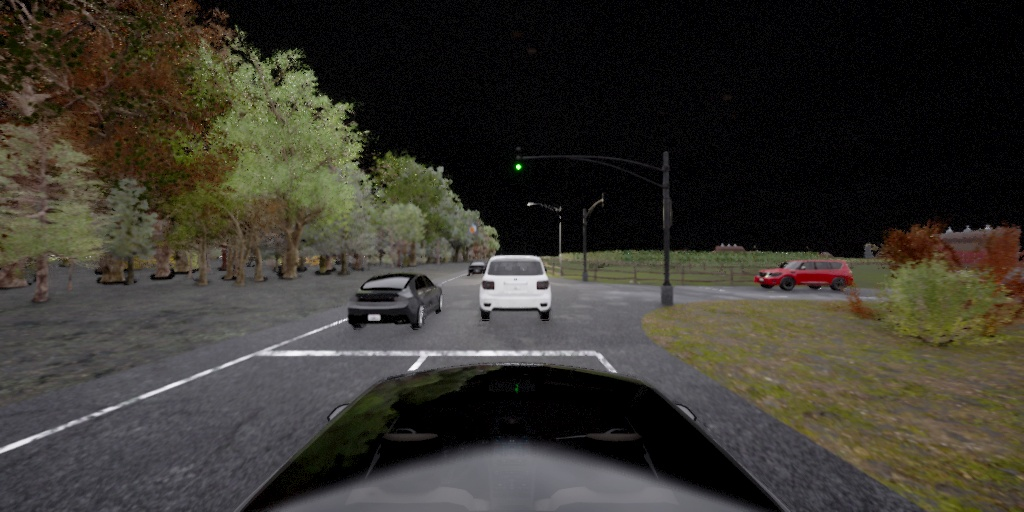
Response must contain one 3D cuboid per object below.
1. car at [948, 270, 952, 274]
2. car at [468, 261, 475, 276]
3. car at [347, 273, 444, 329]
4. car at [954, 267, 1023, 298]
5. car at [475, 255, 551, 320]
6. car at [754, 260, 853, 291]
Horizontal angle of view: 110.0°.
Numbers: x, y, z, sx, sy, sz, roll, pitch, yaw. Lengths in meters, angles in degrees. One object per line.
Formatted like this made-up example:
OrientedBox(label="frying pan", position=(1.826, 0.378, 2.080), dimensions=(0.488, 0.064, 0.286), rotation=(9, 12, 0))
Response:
OrientedBox(label="car", position=(29.526, 1.674, 24.100), dimensions=(4.674, 1.442, 1.812), rotation=(1, -1, 0))
OrientedBox(label="car", position=(-3.396, 1.266, 37.419), dimensions=(1.882, 1.535, 5.008), rotation=(0, 0, 0))
OrientedBox(label="car", position=(-3.399, 1.268, 11.276), dimensions=(1.837, 1.490, 4.892), rotation=(0, 0, 0))
OrientedBox(label="car", position=(28.766, 1.426, 20.404), dimensions=(4.553, 1.767, 2.097), rotation=(0, -1, 0))
OrientedBox(label="car", position=(0.102, 0.987, 12.804), dimensions=(2.150, 2.045, 5.566), rotation=(0, 0, 0))
OrientedBox(label="car", position=(19.560, 1.261, 24.148), dimensions=(5.566, 2.045, 2.150), rotation=(1, -1, 0))
